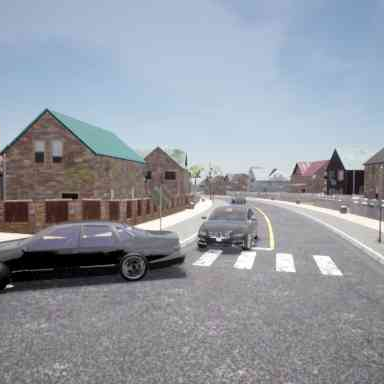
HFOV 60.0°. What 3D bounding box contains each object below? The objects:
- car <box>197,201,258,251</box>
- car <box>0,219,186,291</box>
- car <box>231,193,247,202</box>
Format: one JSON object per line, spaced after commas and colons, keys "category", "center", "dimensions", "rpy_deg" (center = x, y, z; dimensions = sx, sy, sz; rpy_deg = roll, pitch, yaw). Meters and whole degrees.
{"category": "car", "center": [1.605, 1.336, 13.515], "dimensions": [1.837, 1.490, 4.892], "rpy_deg": [1, 1, 17]}
{"category": "car", "center": [-2.878, 1.433, 8.380], "dimensions": [5.357, 1.411, 2.033], "rpy_deg": [-1, 1, -14]}
{"category": "car", "center": [7.152, 0.915, 51.278], "dimensions": [2.097, 1.767, 4.553], "rpy_deg": [0, 1, 3]}
